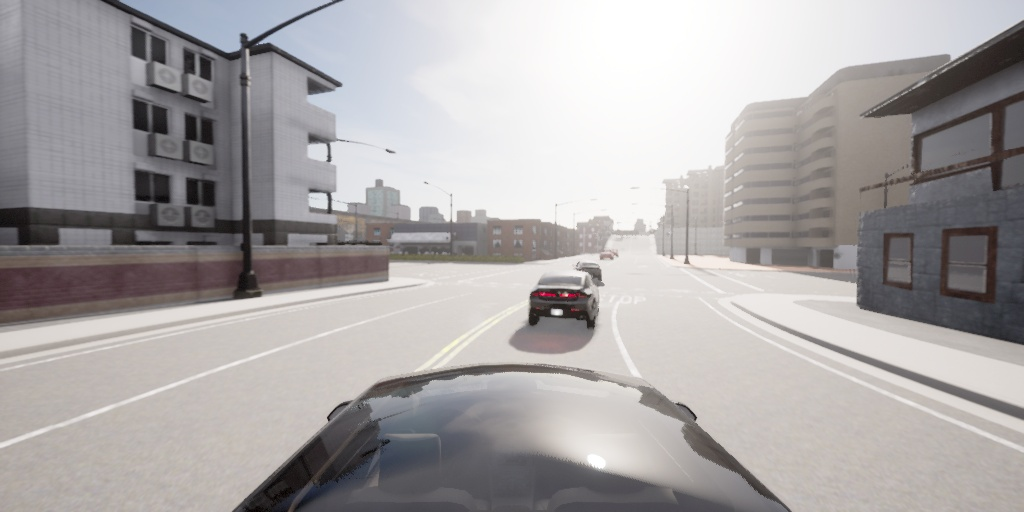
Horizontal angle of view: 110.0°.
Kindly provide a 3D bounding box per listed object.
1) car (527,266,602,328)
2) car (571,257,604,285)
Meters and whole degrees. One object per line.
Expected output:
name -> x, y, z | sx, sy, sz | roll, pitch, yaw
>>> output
car -> 1.770, 1.214, 11.396 | 1.837, 1.490, 4.892 | 1, -1, 15
car -> 5.848, 1.079, 28.287 | 1.837, 1.490, 4.892 | 1, 2, 4
